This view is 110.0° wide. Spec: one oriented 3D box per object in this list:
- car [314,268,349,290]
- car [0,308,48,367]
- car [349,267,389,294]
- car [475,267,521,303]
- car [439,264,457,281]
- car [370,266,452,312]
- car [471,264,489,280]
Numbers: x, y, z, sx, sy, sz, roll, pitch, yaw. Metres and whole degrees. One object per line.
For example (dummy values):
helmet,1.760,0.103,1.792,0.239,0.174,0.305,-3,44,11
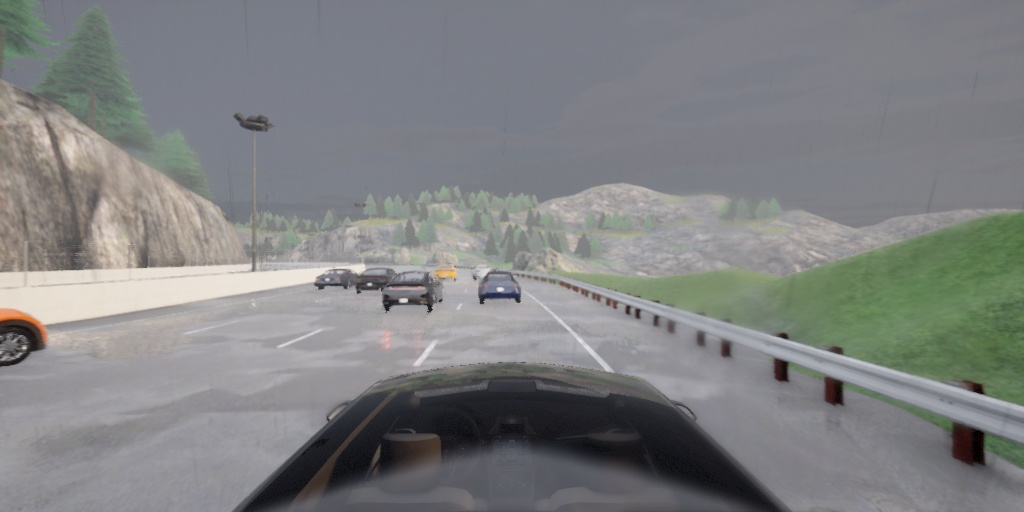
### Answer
car,-11.934,1.559,25.085,2.033,1.411,5.357,0,0,-7
car,-10.514,1.202,5.366,2.097,1.767,4.553,0,0,-1
car,-8.113,1.442,22.248,1.882,1.535,5.008,0,0,-6
car,-0.668,1.444,17.803,1.994,1.385,4.181,0,0,-5
car,-6.355,1.525,34.607,1.882,1.535,5.008,0,-1,-10
car,-3.954,1.372,14.988,2.128,1.511,4.902,0,0,-4
car,-2.997,1.558,35.647,1.812,1.442,4.674,0,0,-10
